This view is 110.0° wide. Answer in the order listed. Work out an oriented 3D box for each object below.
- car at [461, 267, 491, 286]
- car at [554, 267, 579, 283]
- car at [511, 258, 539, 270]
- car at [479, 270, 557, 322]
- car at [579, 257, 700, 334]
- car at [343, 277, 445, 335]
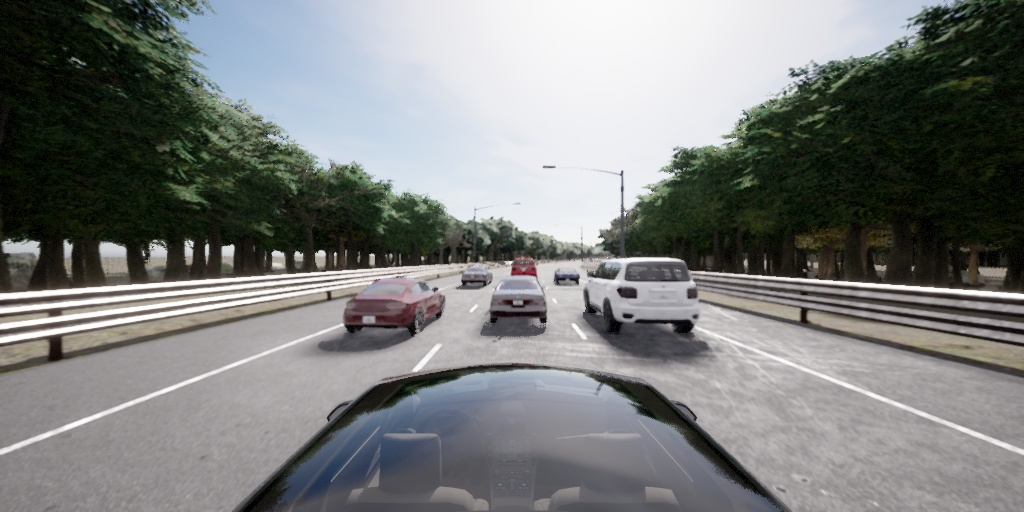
[{"bbox_3d":[-2.634,1.532,27.721,2.033,1.411,5.357,0,0,4],"label":"car"},{"bbox_3d":[4.572,1.615,30.644,1.895,1.301,4.718,0,0,4],"label":"car"},{"bbox_3d":[1.113,1.238,31.412,2.150,2.045,5.566,0,-1,4],"label":"car"},{"bbox_3d":[0.253,1.402,12.772,2.033,1.411,5.357,0,0,2],"label":"car"},{"bbox_3d":[3.698,1.066,11.219,2.150,2.045,5.566,0,0,2],"label":"car"},{"bbox_3d":[-3.309,1.360,10.798,1.812,1.442,4.674,0,0,2],"label":"car"}]
